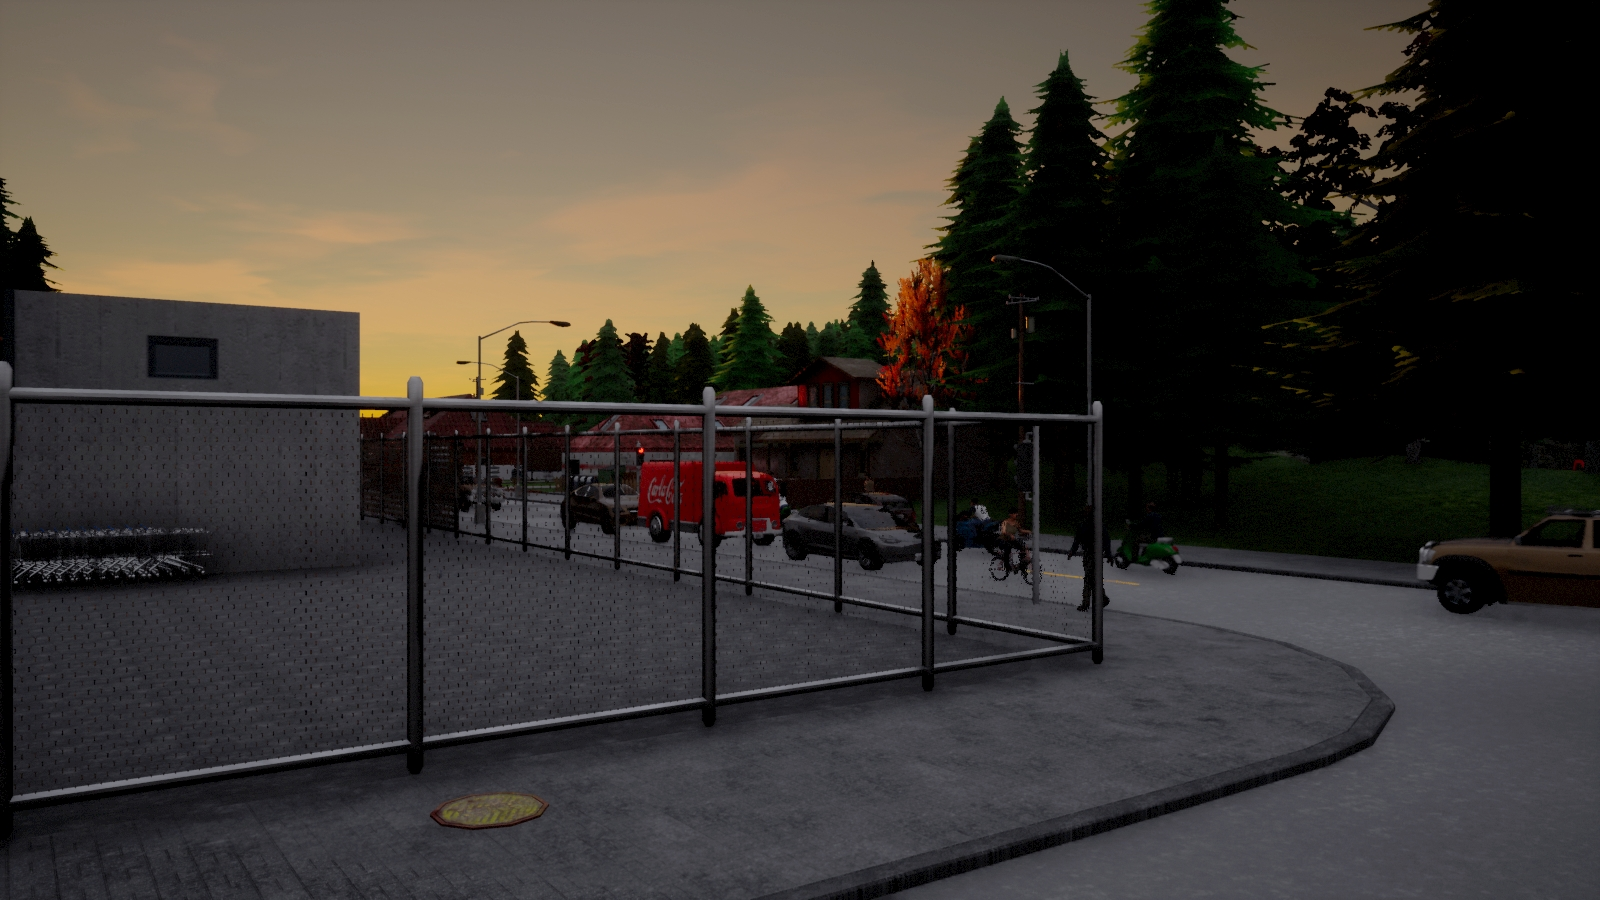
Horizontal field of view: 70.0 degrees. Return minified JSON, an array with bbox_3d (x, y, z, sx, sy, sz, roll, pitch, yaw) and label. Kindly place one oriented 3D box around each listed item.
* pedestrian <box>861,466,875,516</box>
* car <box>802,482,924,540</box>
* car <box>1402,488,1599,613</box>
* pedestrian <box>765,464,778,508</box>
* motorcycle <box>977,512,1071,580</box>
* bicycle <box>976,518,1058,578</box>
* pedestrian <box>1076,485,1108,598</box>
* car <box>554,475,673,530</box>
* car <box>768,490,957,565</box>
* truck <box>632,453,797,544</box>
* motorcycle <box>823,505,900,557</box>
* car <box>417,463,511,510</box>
[{"bbox_3d":[2.573,1.521,42.943,0.375,1.860,0.375,0,0,-33],"label":"pedestrian"},{"bbox_3d":[1.867,1.802,34.631,1.789,1.549,3.705,0,0,-35],"label":"car"},{"bbox_3d":[12.818,1.640,19.034,4.605,1.855,1.932,0,0,42],"label":"car"},{"bbox_3d":[-1.213,1.520,48.412,0.375,1.860,0.375,0,0,-35],"label":"pedestrian"},{"bbox_3d":[4.634,1.959,23.735,0.856,1.236,1.805,0,0,-35],"label":"motorcycle"},{"bbox_3d":[4.520,2.034,23.866,0.859,1.080,1.487,0,1,-35],"label":"bicycle"},{"bbox_3d":[4.887,1.515,19.105,0.375,1.860,0.375,0,0,-40],"label":"pedestrian"},{"bbox_3d":[-6.576,1.769,39.829,2.152,1.651,5.027,0,0,-35],"label":"car"},{"bbox_3d":[1.438,1.840,28.295,2.163,1.488,4.792,0,0,-35],"label":"car"},{"bbox_3d":[-2.653,1.342,34.158,2.627,2.467,5.204,0,0,-35],"label":"truck"},{"bbox_3d":[1.509,1.991,28.458,0.803,1.145,2.033,0,1,-36],"label":"motorcycle"},{"bbox_3d":[-15.475,1.634,52.452,4.605,1.855,1.932,2,1,41],"label":"car"}]
